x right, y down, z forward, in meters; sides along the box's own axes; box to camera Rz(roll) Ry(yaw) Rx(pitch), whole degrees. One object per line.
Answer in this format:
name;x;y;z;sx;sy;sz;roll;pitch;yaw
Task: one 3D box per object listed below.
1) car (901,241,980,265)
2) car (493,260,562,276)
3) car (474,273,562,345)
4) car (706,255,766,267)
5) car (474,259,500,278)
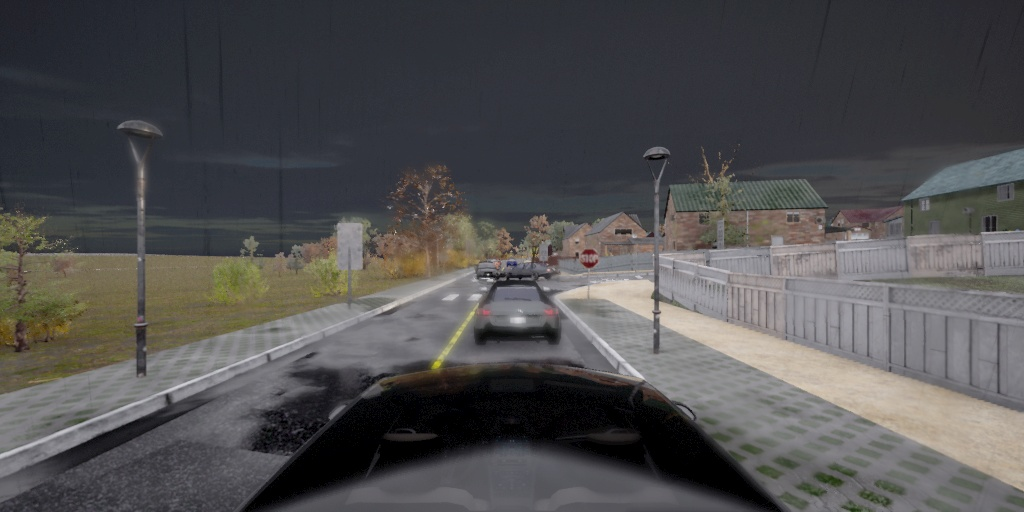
car;23.880;-0.200;20.488;4.902;1.511;2.128;-3;0;14
car;1.326;1.209;28.523;5.357;1.411;2.033;-4;-3;43
car;0.099;1.317;9.508;1.994;1.385;4.181;0;0;-1
car;14.379;0.422;22.905;4.181;1.385;1.994;-3;0;16
car;-2.263;1.270;31.433;1.837;1.490;4.892;0;0;-8
